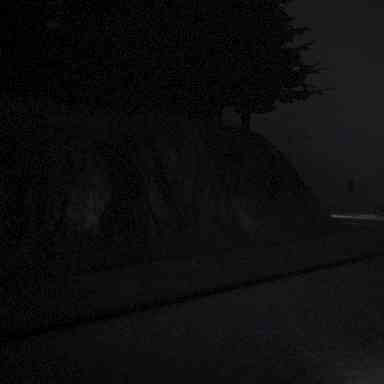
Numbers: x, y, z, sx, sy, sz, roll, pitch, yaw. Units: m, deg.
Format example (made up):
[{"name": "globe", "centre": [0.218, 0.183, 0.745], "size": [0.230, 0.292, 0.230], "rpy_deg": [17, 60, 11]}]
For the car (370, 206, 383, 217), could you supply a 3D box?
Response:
[{"name": "car", "centre": [18.519, 1.547, 29.090], "size": [2.033, 1.411, 5.357], "rpy_deg": [0, 0, -25]}]
